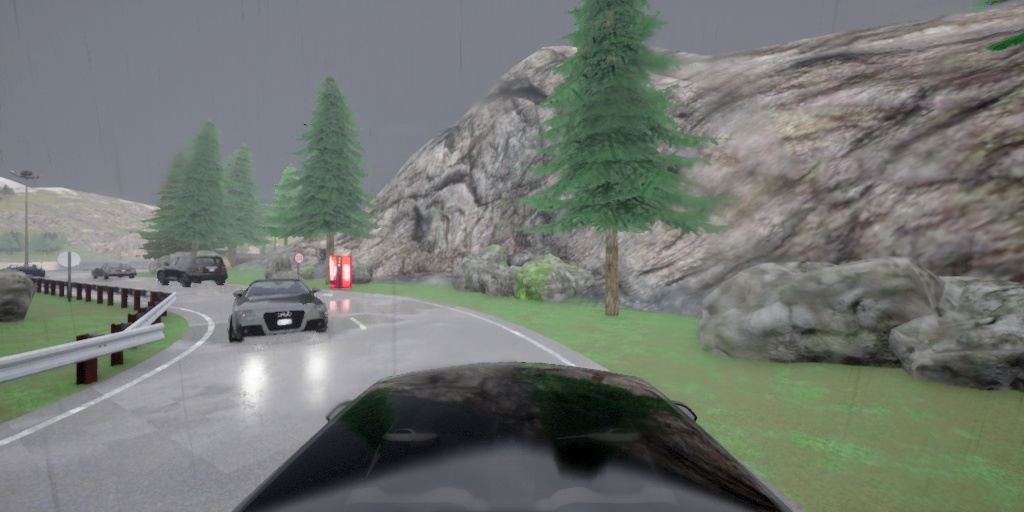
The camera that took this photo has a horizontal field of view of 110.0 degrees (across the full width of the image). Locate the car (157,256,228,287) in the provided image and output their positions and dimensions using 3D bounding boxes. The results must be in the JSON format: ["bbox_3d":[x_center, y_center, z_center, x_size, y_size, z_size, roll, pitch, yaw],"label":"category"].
[{"bbox_3d":[-21.825,0.994,24.509,5.566,2.045,2.150,0,0,28],"label":"car"}]

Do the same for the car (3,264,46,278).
[{"bbox_3d":[-44.809,1.412,32.964,4.718,1.301,1.895,0,0,29],"label":"car"}]

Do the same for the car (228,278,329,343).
[{"bbox_3d":[-6.383,1.321,9.798,1.994,1.385,4.181,0,0,-37],"label":"car"}]

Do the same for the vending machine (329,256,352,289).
[{"bbox_3d":[-10.792,0.962,22.580,0.880,2.100,1.100,0,0,28],"label":"vending machine"}]

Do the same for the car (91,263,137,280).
[{"bbox_3d":[-35.318,1.325,31.807,5.357,1.411,2.033,0,0,29],"label":"car"}]
